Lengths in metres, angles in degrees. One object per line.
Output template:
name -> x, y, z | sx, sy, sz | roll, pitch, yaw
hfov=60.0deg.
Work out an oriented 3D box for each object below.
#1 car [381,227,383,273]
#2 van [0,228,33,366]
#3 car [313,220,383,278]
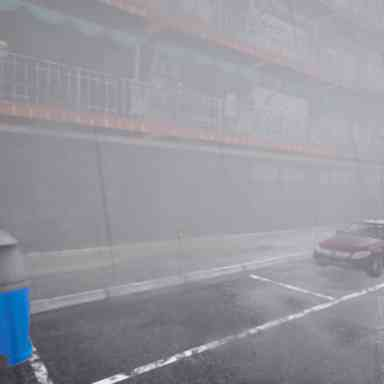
car -> 6.464, 1.507, 7.679 | 4.181, 1.385, 1.994 | 0, 0, -35
van -> -3.788, 1.349, 3.381 | 3.998, 1.788, 1.690 | 0, 1, -35
car -> 5.406, 1.522, 9.940 | 4.206, 1.307, 1.802 | 0, 1, -35
